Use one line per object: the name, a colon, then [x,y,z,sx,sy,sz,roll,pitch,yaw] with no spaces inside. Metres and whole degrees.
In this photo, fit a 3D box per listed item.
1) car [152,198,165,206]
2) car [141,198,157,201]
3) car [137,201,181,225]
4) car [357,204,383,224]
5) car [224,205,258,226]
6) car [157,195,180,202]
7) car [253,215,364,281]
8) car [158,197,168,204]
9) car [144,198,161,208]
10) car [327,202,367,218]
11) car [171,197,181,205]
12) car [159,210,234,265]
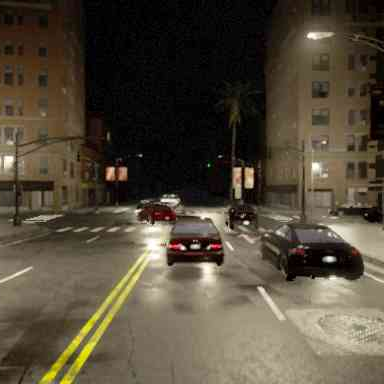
car: [-6.542,1.881,65.798,2.033,1.411,5.357,0,0,0]
car: [-6.629,1.810,47.395,1.994,1.385,4.181,0,0,0]
car: [-2.798,1.689,25.784,1.812,1.442,4.674,0,0,-26]
car: [16.197,1.906,26.972,4.313,1.339,1.947,0,0,0]
car: [3.311,1.626,22.605,1.837,1.490,4.892,0,0,0]
car: [-3.371,1.472,48.265,2.150,2.045,5.566,0,0,0]
car: [3.332,1.615,10.058,1.994,1.385,4.181,0,0,0]
car: [-6.549,1.889,75.868,1.812,1.442,4.674,0,0,0]
car: [-6.604,1.782,56.224,2.128,1.511,4.902,0,0,0]
car: [16.001,1.776,32.913,4.902,1.511,2.128,0,1,2]
car: [-3.294,1.824,68.823,1.882,1.535,5.008,0,0,0]
car: [0.092,1.609,11.921,2.033,1.411,5.357,0,0,0]
